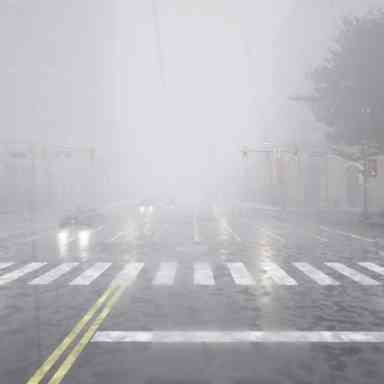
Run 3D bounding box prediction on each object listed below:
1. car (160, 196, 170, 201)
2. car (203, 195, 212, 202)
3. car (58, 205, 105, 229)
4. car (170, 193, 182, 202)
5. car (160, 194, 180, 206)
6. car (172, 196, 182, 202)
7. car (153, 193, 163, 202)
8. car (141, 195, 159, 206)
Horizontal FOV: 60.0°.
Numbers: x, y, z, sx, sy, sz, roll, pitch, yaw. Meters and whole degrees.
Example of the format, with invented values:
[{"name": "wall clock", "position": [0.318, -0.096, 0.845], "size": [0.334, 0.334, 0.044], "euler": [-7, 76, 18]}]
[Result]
[{"name": "car", "position": [-6.796, 1.595, 83.874], "size": [1.895, 1.301, 4.718], "euler": [0, 0, 1]}, {"name": "car", "position": [3.651, 1.525, 78.496], "size": [2.128, 1.511, 4.902], "euler": [0, 0, 1]}, {"name": "car", "position": [-7.107, 1.564, 21.787], "size": [1.994, 1.385, 4.181], "euler": [0, 0, 0]}, {"name": "car", "position": [-3.515, 1.222, 65.636], "size": [2.150, 2.045, 5.566], "euler": [0, 0, 1]}, {"name": "car", "position": [-3.612, 1.547, 55.594], "size": [2.033, 1.411, 5.357], "euler": [0, 0, 0]}, {"name": "car", "position": [-3.380, 1.552, 75.468], "size": [1.994, 1.385, 4.181], "euler": [0, 0, 1]}, {"name": "car", "position": [-6.963, 1.218, 68.040], "size": [2.150, 2.045, 5.566], "euler": [0, 0, 1]}, {"name": "car", "position": [-7.111, 1.601, 54.614], "size": [1.895, 1.301, 4.718], "euler": [0, 0, 0]}]
